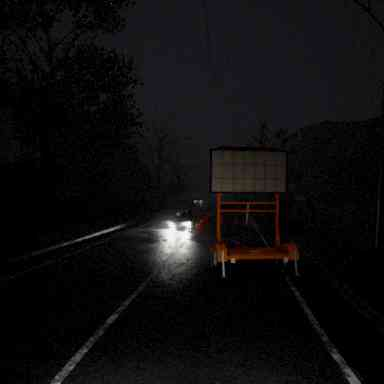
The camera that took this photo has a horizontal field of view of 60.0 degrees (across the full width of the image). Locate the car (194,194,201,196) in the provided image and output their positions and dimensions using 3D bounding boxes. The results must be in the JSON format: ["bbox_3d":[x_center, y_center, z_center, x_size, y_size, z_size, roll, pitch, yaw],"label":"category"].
[{"bbox_3d":[1.183,1.203,74.770,1.812,1.442,4.674,-1,0,-7],"label":"car"}]

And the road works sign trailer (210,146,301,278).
[{"bbox_3d":[1.671,0.441,10.174,2.380,3.560,2.880,1,0,-7],"label":"road works sign trailer"}]

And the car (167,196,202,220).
[{"bbox_3d":[-0.680,1.350,26.398,2.128,1.511,4.902,1,0,7],"label":"car"}]
